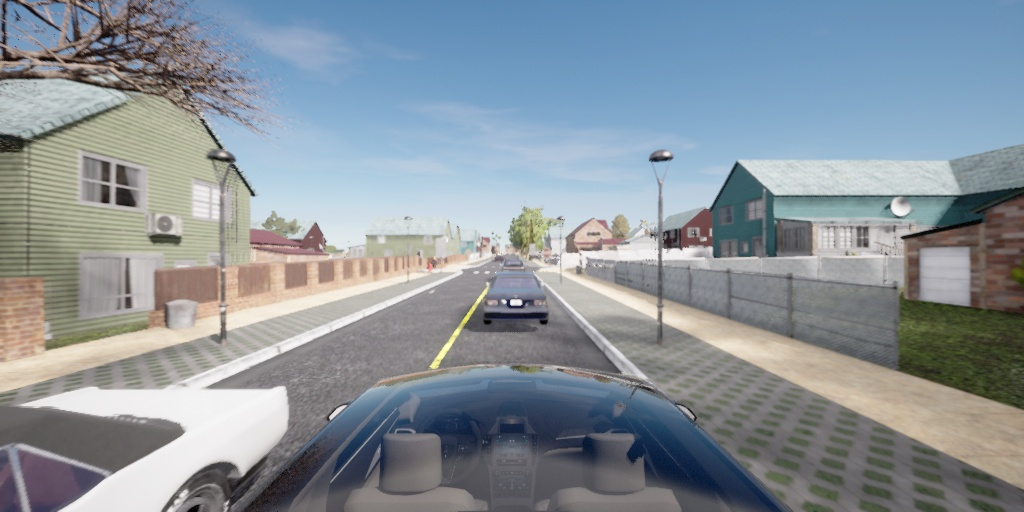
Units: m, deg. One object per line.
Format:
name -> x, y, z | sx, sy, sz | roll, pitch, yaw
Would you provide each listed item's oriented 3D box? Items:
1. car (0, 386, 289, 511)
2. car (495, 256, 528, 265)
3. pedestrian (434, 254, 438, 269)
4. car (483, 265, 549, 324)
car -> -2.850, 1.361, 0.838 | 1.895, 1.301, 4.718 | 0, 1, 0
car -> 0.099, 0.952, 26.135 | 2.128, 1.511, 4.902 | 0, 1, 0
pedestrian -> -9.688, 0.683, 45.369 | 0.375, 1.860, 0.375 | 0, 1, 0
car -> 0.100, 1.182, 11.444 | 2.033, 1.411, 5.357 | 0, 1, 0
